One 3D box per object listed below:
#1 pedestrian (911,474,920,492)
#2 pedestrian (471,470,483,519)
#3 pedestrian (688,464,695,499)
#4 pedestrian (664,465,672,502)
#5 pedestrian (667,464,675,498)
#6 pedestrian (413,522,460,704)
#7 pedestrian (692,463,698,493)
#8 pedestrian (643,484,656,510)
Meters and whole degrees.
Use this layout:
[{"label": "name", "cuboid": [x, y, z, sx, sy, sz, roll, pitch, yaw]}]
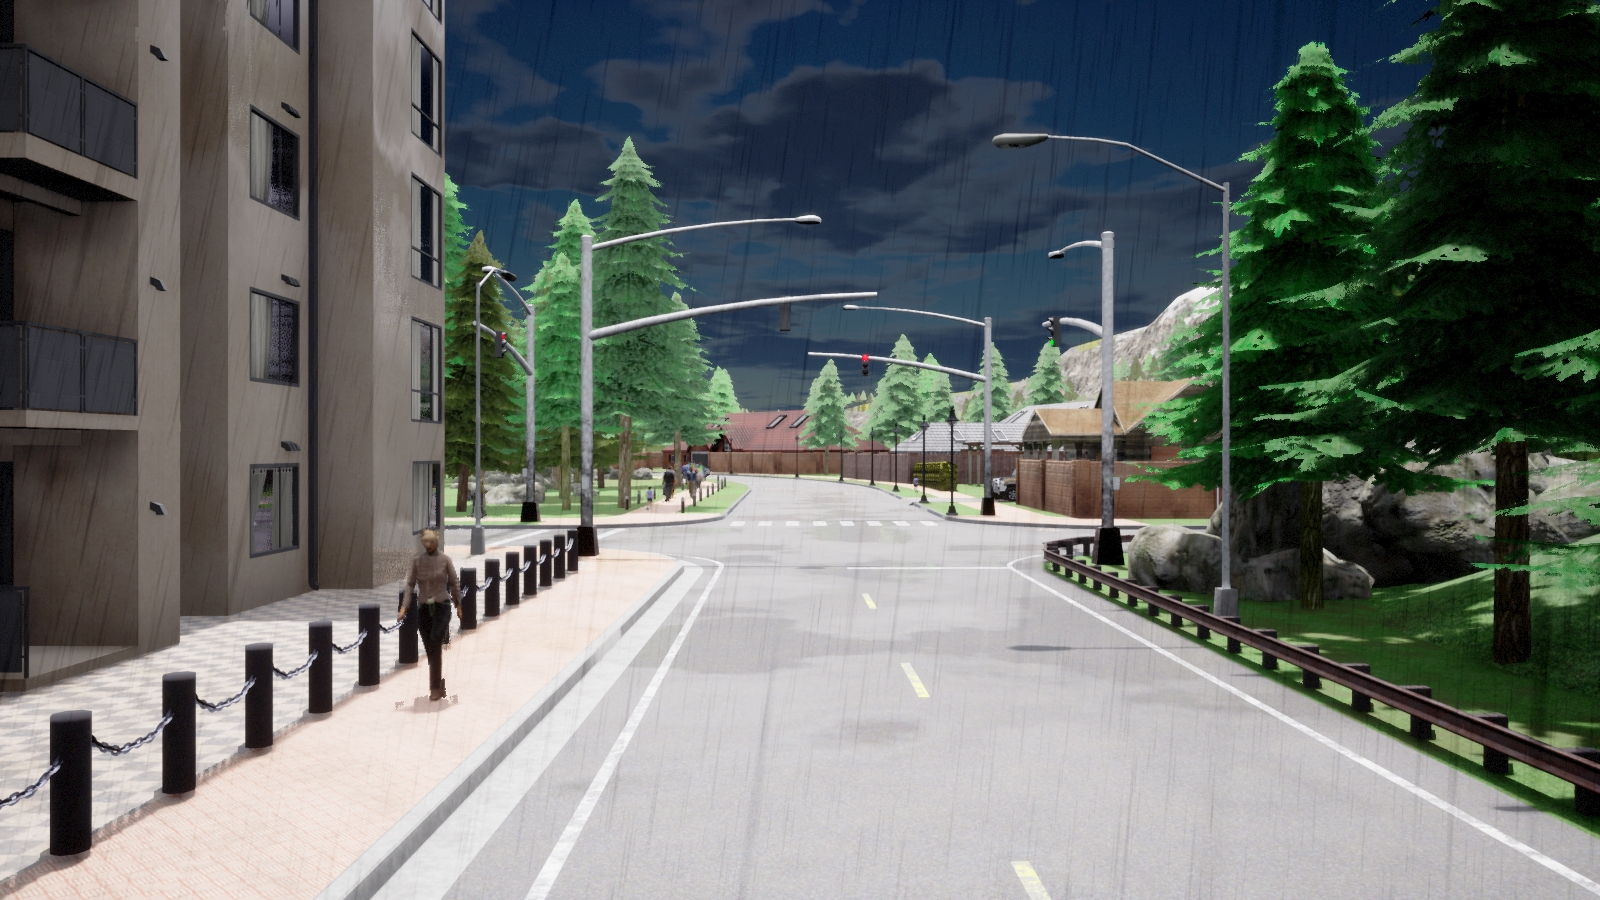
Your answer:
[{"label": "pedestrian", "cuboid": [7.298, 2.092, 71.937, 0.500, 1.100, 0.500, 0, 0, -3]}, {"label": "pedestrian", "cuboid": [-12.424, 1.702, 43.941, 0.375, 1.860, 0.375, 0, 0, -3]}, {"label": "pedestrian", "cuboid": [-5.868, 1.701, 61.941, 0.375, 1.860, 0.375, 0, 0, -3]}, {"label": "pedestrian", "cuboid": [-6.729, 1.700, 58.403, 0.375, 1.860, 0.375, 0, 0, 1]}, {"label": "pedestrian", "cuboid": [-7.050, 1.701, 62.359, 0.375, 1.860, 0.375, 0, 0, 7]}, {"label": "pedestrian", "cuboid": [-3.815, 1.703, 12.011, 0.375, 1.860, 0.375, 0, 0, -1]}, {"label": "pedestrian", "cuboid": [-6.500, 1.706, 70.679, 0.375, 1.860, 0.375, 0, 0, 1]}, {"label": "pedestrian", "cuboid": [-6.652, 2.076, 50.622, 0.500, 1.100, 0.500, 0, 0, 1]}]
